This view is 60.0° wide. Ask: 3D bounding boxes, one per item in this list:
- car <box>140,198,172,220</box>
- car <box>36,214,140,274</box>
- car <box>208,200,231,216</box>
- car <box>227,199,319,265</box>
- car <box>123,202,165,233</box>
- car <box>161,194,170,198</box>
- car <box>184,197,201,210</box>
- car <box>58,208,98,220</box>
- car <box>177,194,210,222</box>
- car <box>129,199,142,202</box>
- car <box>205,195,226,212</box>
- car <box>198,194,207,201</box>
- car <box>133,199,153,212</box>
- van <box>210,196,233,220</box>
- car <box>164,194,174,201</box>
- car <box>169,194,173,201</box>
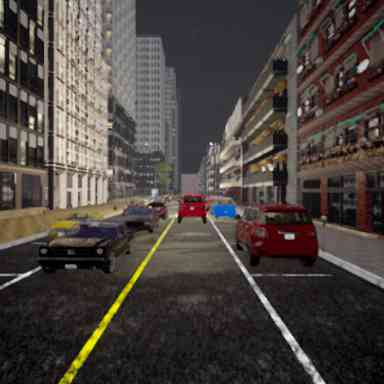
[{"bbox_3d":[-2.997,1.533,28.149,1.812,1.442,4.674,0,0,0],"label":"car"},{"bbox_3d":[-3.085,1.603,10.698,1.895,1.301,4.718,0,0,0],"label":"car"},{"bbox_3d":[2.692,1.561,33.753,2.008,1.369,4.403,0,0,0],"label":"car"},{"bbox_3d":[2.689,1.318,11.550,2.192,1.841,5.009,0,0,0],"label":"car"},{"bbox_3d":[-2.998,1.551,19.949,2.033,1.411,5.357,0,0,0],"label":"car"},{"bbox_3d":[-5.686,1.578,61.507,2.008,1.369,4.403,0,0,0],"label":"car"},{"bbox_3d":[0.083,1.508,44.423,2.128,1.511,4.902,0,0,0],"label":"car"},{"bbox_3d":[-5.690,1.529,16.930,1.752,1.417,4.829,0,0,0],"label":"car"},{"bbox_3d":[0.023,1.231,26.144,2.150,2.045,5.566,0,0,0],"label":"car"},{"bbox_3d":[-5.689,1.449,33.753,1.967,1.590,4.097,0,0,0],"label":"car"},{"bbox_3d":[2.692,1.328,39.304,2.192,1.841,5.009,0,0,0],"label":"car"},{"bbox_3d":[2.697,1.367,89.262,2.192,1.841,5.009,0,0,0],"label":"car"},{"bbox_3d":[-5.688,1.537,39.134,1.752,1.417,4.829,0,0,0],"label":"car"},{"bbox_3d":[2.691,1.349,28.202,1.690,1.788,3.998,0,0,0],"label":"van"},{"bbox_3d":[-5.684,1.361,83.711,2.192,1.841,5.009,0,0,0],"label":"car"},{"bbox_3d":[-5.685,1.618,72.609,1.802,1.307,4.206,0,0,0],"label":"car"}]
